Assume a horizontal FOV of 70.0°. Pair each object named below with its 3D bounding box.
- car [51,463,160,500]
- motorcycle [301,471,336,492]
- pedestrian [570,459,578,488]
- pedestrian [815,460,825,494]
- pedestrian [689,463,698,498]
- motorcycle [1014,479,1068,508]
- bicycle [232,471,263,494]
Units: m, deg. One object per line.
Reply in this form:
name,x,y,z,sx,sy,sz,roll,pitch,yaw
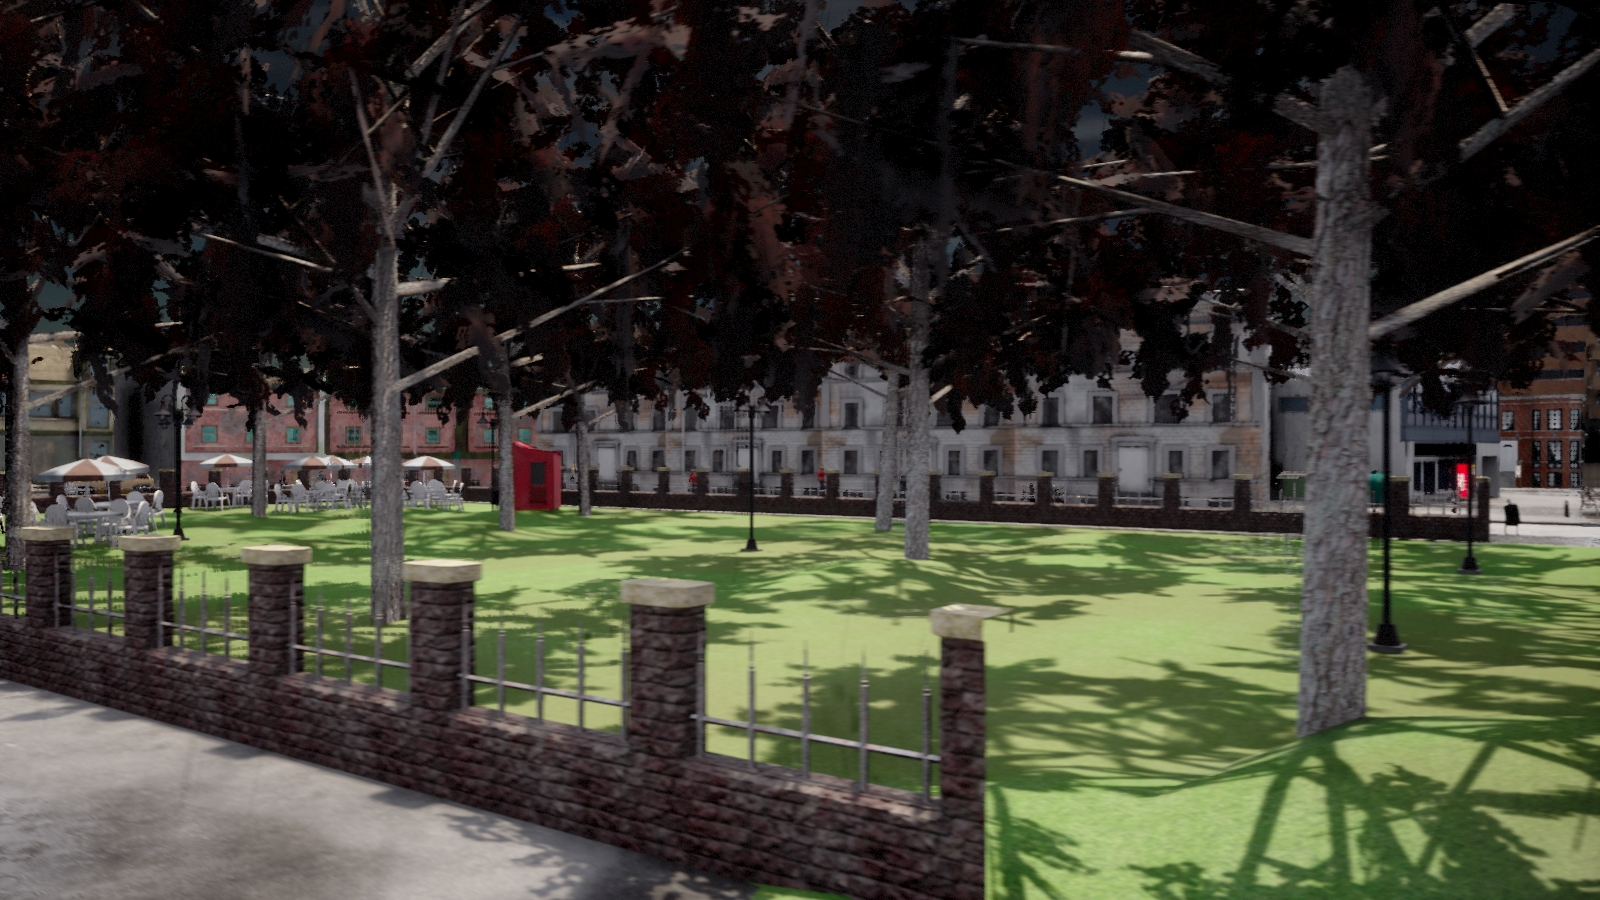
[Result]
car,-37.057,1.639,61.078,1.932,1.855,4.605,0,0,37
motorcycle,-29.822,1.960,70.784,1.805,1.236,0.856,0,0,-39
pedestrian,-14.581,1.521,73.761,0.375,1.860,0.375,0,0,14
pedestrian,1.123,1.522,64.334,0.375,1.860,0.375,0,0,32
pedestrian,-5.644,1.626,60.493,0.375,1.860,0.375,0,0,16
motorcycle,10.968,1.983,52.033,2.209,1.251,0.867,0,0,35
bicycle,-32.642,1.932,67.527,0.373,1.296,1.643,0,1,36
